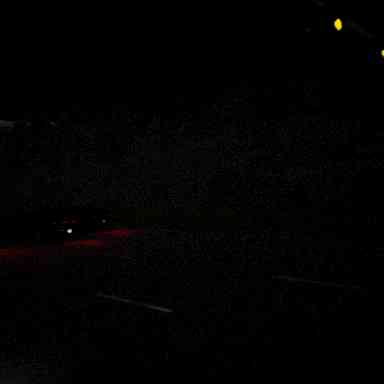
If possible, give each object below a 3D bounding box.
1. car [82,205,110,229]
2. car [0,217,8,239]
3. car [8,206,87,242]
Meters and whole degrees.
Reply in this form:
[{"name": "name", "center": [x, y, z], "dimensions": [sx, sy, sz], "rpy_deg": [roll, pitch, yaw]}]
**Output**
[{"name": "car", "center": [-7.403, 1.576, 20.556], "dimensions": [5.008, 1.535, 1.882], "rpy_deg": [0, 0, 26]}, {"name": "car", "center": [-10.449, 1.731, 14.276], "dimensions": [4.718, 1.301, 1.895], "rpy_deg": [-1, 0, 26]}, {"name": "car", "center": [-7.959, 1.609, 16.893], "dimensions": [4.892, 1.490, 1.837], "rpy_deg": [0, 0, 27]}]
